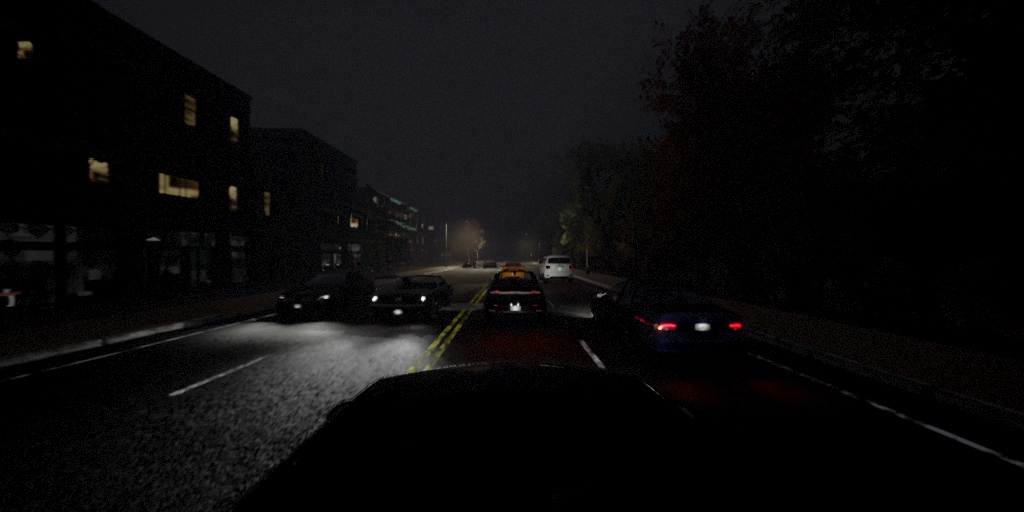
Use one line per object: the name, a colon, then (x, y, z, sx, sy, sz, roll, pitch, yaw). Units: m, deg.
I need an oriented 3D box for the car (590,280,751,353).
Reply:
car: (3.347, 1.295, 8.809, 2.033, 1.411, 5.357, 0, 0, 0)

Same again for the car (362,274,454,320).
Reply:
car: (-3.356, 1.347, 12.789, 1.895, 1.301, 4.718, 0, 0, 0)

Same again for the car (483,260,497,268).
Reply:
car: (-3.336, 1.295, 54.795, 1.994, 1.385, 4.181, 0, 0, 0)

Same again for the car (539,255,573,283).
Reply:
car: (3.340, 0.963, 27.829, 2.150, 2.045, 5.566, 0, 0, 0)

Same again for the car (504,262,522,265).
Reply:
car: (0.088, 1.218, 30.240, 1.882, 1.535, 5.008, 0, 0, 0)

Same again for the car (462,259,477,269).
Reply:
car: (-6.584, 1.236, 55.766, 1.837, 1.490, 4.892, 0, 0, 0)

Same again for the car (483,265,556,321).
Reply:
car: (0.095, 1.238, 12.396, 2.128, 1.511, 4.902, 0, 0, 0)

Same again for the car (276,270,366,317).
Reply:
car: (-6.606, 1.272, 13.370, 1.812, 1.442, 4.674, 0, 0, 0)
